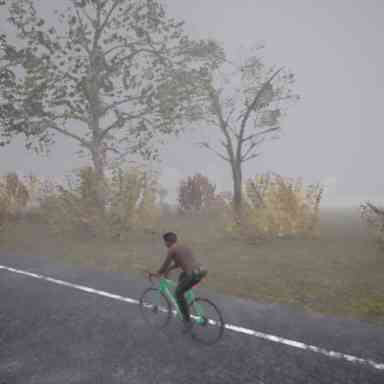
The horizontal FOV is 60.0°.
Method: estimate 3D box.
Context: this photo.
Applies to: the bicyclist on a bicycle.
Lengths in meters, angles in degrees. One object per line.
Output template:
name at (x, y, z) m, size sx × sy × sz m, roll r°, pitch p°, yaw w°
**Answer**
bicyclist on a bicycle at (-0.222, 1.463, 5.214) m, size 1.656 × 1.620 × 0.582 m, roll -1°, pitch 0°, yaw 35°
